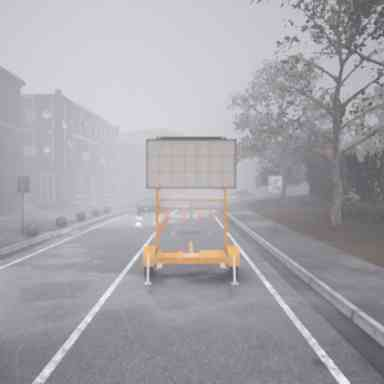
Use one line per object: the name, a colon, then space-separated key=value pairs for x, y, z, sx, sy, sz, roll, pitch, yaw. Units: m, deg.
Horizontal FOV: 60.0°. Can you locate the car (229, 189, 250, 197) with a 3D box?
car: x=9.554 y=0.179 z=67.173 sx=4.892 sy=1.490 sz=1.837 roll=-3 pitch=1 yaw=-38

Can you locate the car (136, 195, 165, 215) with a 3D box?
car: x=-3.396 y=1.047 z=27.846 sx=1.837 sy=1.490 sz=4.892 roll=0 pitch=1 yaw=3

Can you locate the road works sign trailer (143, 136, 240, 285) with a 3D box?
road works sign trailer: x=-0.020 y=0.314 z=9.011 sx=2.380 sy=3.560 sz=2.880 roll=0 pitch=1 yaw=0
